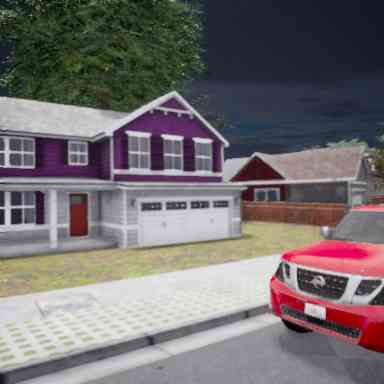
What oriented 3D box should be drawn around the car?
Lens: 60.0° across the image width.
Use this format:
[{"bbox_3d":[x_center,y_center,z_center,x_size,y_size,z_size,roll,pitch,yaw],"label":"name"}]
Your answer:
[{"bbox_3d":[3.855,1.185,5.920,5.566,2.045,2.150,0,-1,-35],"label":"car"}]
